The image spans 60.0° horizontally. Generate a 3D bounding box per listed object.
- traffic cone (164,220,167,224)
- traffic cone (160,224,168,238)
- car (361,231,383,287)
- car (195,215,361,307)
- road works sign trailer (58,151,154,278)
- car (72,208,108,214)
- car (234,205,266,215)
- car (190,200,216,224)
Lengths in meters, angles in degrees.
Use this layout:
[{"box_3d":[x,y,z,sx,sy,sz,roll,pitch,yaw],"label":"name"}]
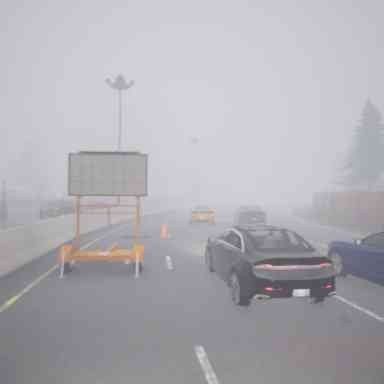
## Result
[{"box_3d":[-1.621,2.107,19.423,0.340,0.580,0.340,0,0,-3],"label":"traffic cone"},{"box_3d":[-1.504,2.091,17.426,0.340,0.580,0.340,0,0,-3],"label":"traffic cone"},{"box_3d":[5.169,1.570,7.779,1.882,1.535,5.008,0,0,-9],"label":"car"},{"box_3d":[1.579,1.569,8.238,2.128,1.511,4.902,0,0,-8],"label":"car"},{"box_3d":[-2.570,0.537,10.364,2.380,3.560,2.880,0,0,-3],"label":"road works sign trailer"},{"box_3d":[-9.321,1.709,32.442,2.128,1.511,4.902,0,0,7],"label":"car"},{"box_3d":[4.289,1.706,25.044,1.882,1.535,5.008,0,0,2],"label":"car"},{"box_3d":[0.874,1.701,26.550,1.882,1.535,5.008,0,0,3],"label":"car"}]
